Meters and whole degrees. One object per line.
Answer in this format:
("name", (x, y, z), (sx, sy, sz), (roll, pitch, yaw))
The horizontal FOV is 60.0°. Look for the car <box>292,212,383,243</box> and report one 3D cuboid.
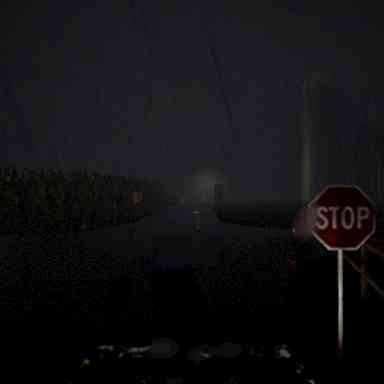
("car", (6.933, 1.451, 14.691), (4.892, 1.490, 1.837), (0, -1, -2))
